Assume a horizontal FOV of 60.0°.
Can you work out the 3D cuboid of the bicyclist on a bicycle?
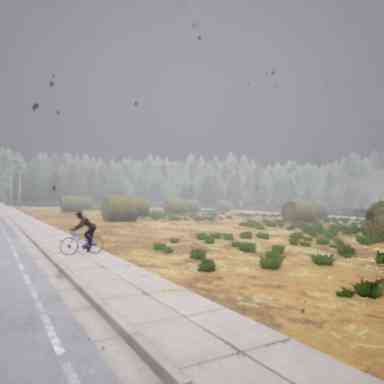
[{"bbox_3d":[-4.162,1.585,12.685,1.656,1.620,0.582,2,-2,-31],"label":"bicyclist on a bicycle"}]
